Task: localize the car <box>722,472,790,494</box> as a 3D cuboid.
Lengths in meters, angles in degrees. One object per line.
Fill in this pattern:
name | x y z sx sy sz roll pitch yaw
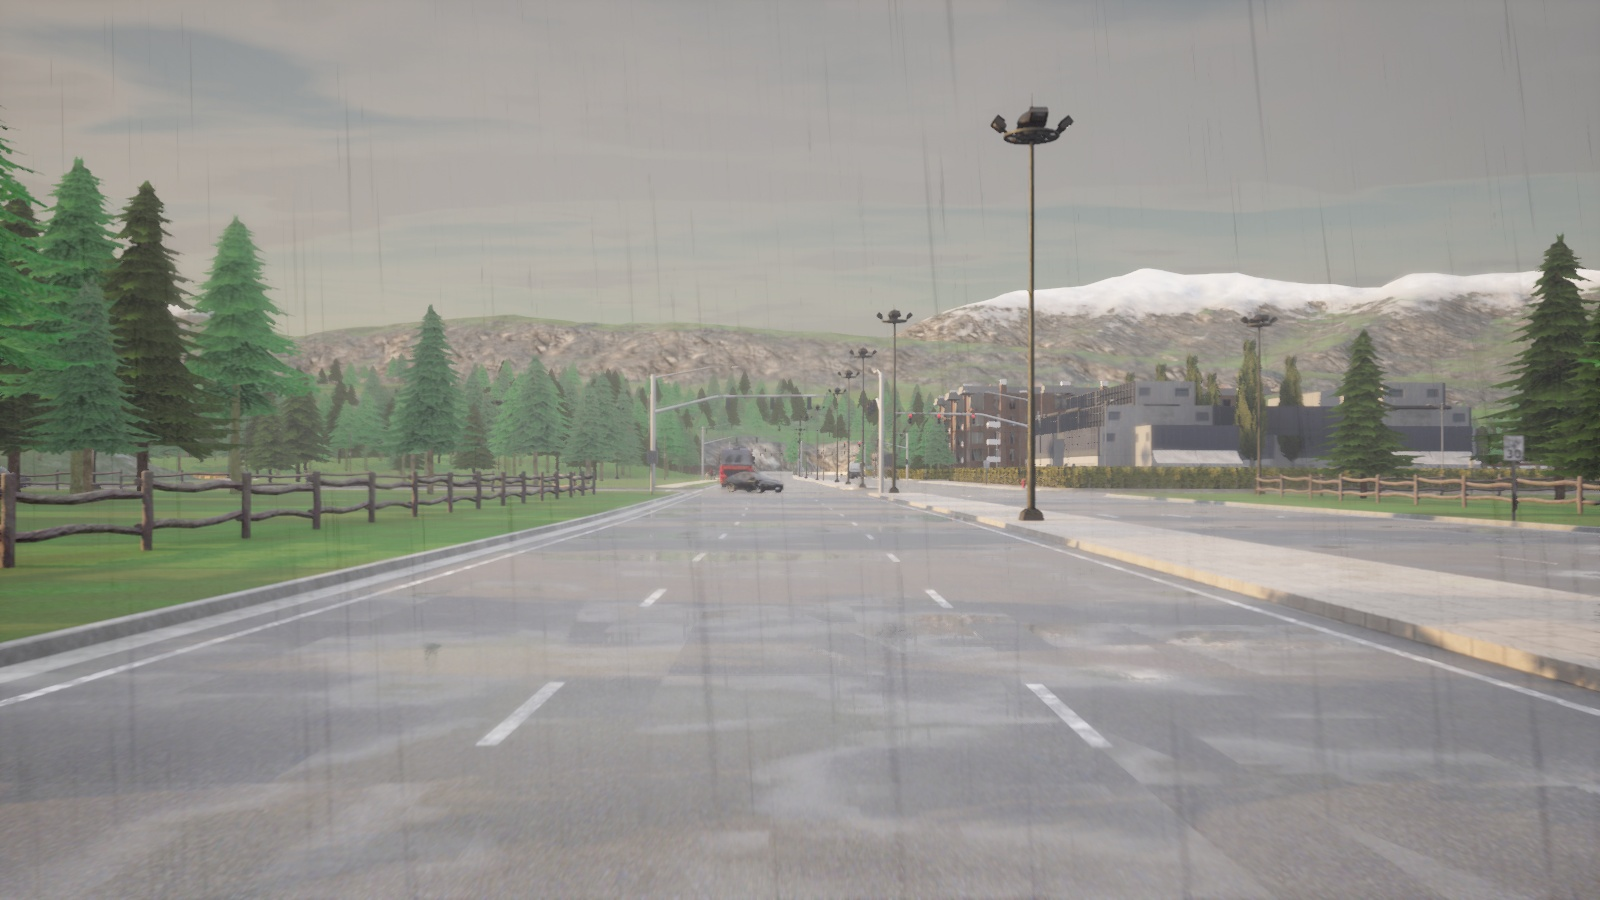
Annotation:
car | -3.140 2.315 88.856 2.163 1.488 4.792 1 -1 -43
